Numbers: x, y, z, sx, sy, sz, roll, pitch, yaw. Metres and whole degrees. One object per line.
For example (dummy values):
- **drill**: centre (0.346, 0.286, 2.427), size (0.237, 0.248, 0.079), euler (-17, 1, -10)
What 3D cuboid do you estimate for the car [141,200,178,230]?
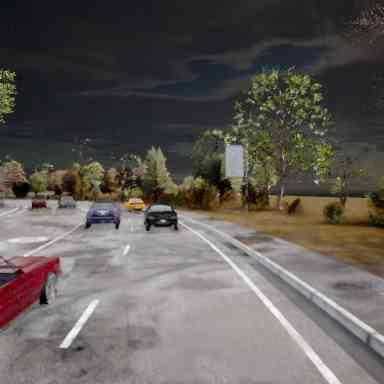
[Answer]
- **car**: centre (-2.076, 1.487, 21.186), size (1.882, 1.535, 5.008), euler (0, 0, -10)

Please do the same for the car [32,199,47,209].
- **car**: centre (-20.937, 1.640, 45.703), size (1.895, 1.301, 4.718), euler (0, 0, -24)

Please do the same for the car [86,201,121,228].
- **car**: centre (-5.964, 1.370, 22.835), size (2.097, 1.767, 4.553), euler (0, 0, -11)

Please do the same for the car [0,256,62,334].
- **car**: centre (-3.648, 1.613, 5.118), size (1.895, 1.301, 4.718), euler (0, 0, -3)

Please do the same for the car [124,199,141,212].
- **car**: centre (-6.766, 1.502, 38.964), size (1.882, 1.535, 5.008), euler (0, 0, -19)

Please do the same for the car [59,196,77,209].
- **car**: centre (-17.043, 1.390, 45.512), size (2.097, 1.767, 4.553), euler (0, 0, -24)
